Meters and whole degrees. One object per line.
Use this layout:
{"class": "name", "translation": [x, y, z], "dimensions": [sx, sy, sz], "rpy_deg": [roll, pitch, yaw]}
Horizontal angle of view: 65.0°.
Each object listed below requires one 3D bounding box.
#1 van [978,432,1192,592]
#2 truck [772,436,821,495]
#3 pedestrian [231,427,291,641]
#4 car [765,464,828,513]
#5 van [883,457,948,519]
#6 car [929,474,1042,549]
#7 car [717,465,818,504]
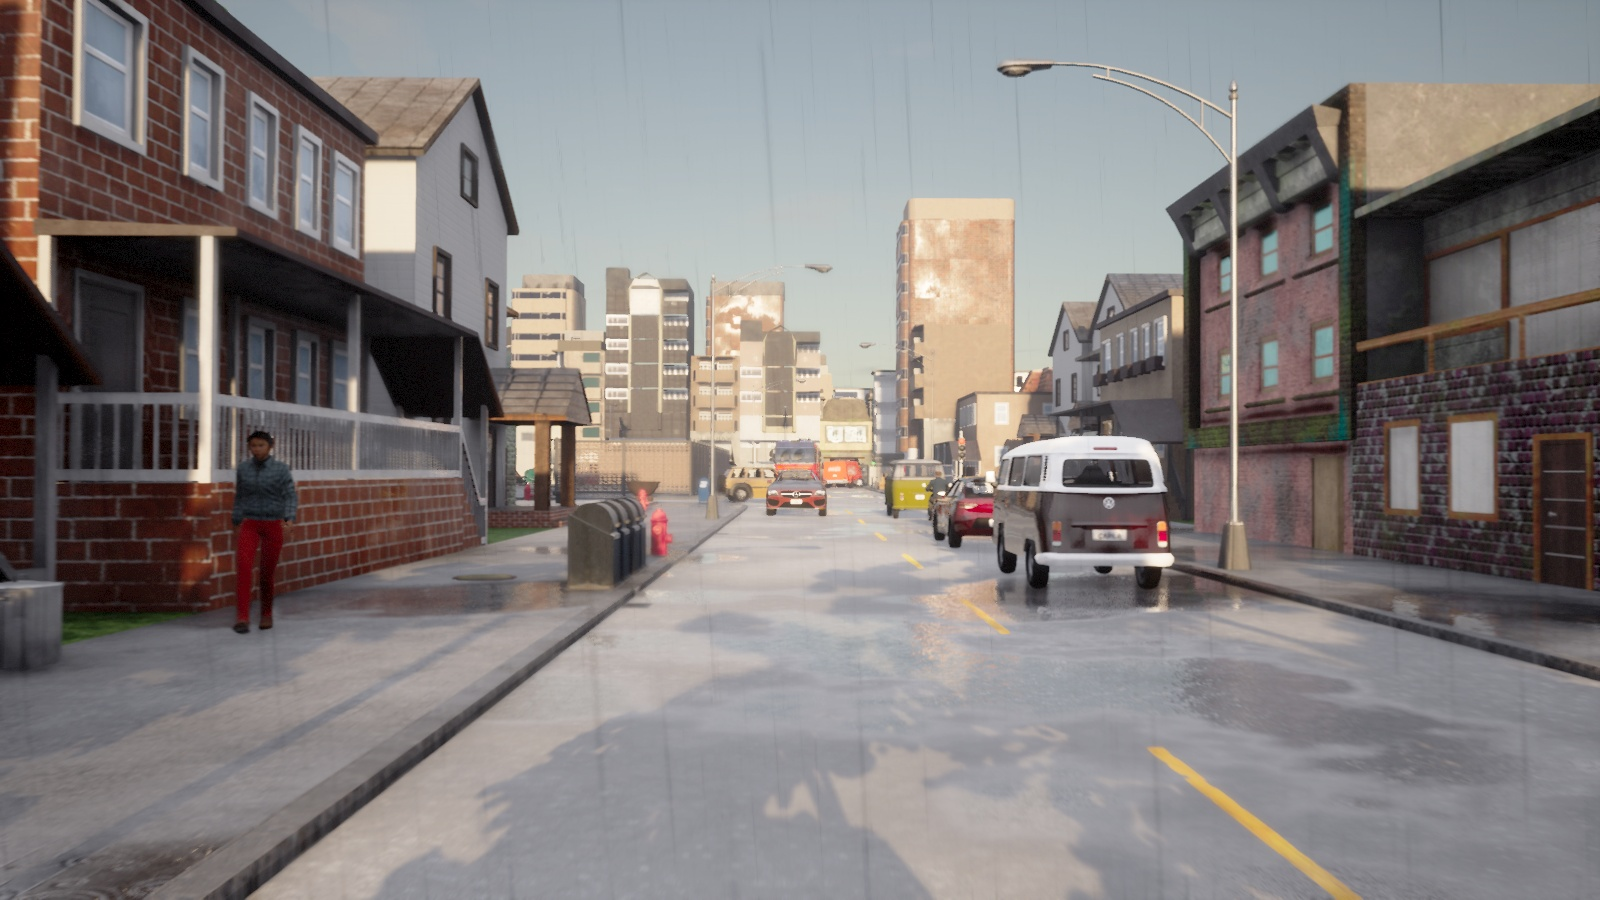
{"class": "van", "translation": [3.951, 0.828, 18.241], "dimensions": [2.069, 2.038, 4.480], "rpy_deg": [0, -1, 0]}
{"class": "truck", "translation": [-0.147, 1.086, 85.727], "dimensions": [2.891, 3.827, 8.468], "rpy_deg": [0, -1, 3]}
{"class": "pedestrian", "translation": [-4.782, 0.730, 11.158], "dimensions": [0.353, 1.847, 0.614], "rpy_deg": [0, -1, -10]}
{"class": "car", "translation": [-0.096, 1.350, 45.174], "dimensions": [2.152, 1.651, 5.027], "rpy_deg": [0, -1, 0]}
{"class": "van", "translation": [3.898, 1.273, 43.091], "dimensions": [1.775, 1.987, 4.442], "rpy_deg": [0, -1, -1]}
{"class": "car", "translation": [3.929, 1.269, 27.270], "dimensions": [1.816, 1.474, 4.193], "rpy_deg": [0, -1, 0]}
{"class": "car", "translation": [-1.611, 1.669, 61.597], "dimensions": [4.605, 1.855, 1.932], "rpy_deg": [0, 0, -14]}
